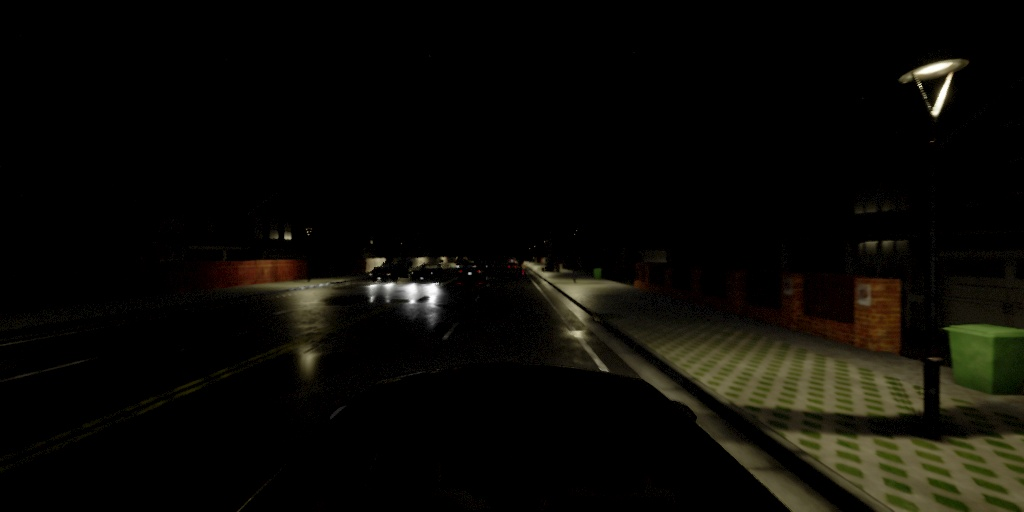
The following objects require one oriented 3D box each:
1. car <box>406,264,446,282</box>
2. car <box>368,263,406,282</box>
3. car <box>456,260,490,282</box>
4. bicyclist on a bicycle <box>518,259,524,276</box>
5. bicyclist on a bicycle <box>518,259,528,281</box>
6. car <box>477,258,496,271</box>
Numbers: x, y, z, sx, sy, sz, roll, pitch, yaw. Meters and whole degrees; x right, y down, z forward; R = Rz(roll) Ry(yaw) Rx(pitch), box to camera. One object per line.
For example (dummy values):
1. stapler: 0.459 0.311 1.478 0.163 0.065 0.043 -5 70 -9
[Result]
1. car: -6.587 1.321 28.415 1.895 1.301 4.718 0 0 0
2. car: -9.837 1.267 29.203 2.033 1.411 5.357 0 0 0
3. car: -3.140 1.284 28.738 1.994 1.385 4.181 0 0 0
4. bicyclist on a bicycle: 0.905 1.164 36.772 0.582 1.620 1.656 0 0 0
5. bicyclist on a bicycle: 0.890 1.156 28.769 0.866 1.612 1.509 0 0 0
6. car: -3.134 1.266 46.465 1.994 1.385 4.181 0 0 0
